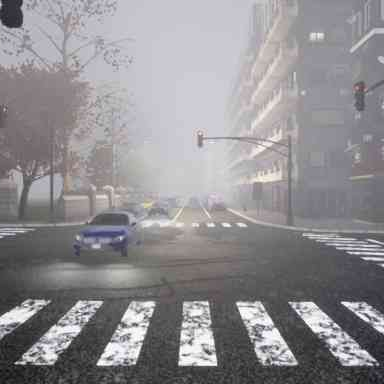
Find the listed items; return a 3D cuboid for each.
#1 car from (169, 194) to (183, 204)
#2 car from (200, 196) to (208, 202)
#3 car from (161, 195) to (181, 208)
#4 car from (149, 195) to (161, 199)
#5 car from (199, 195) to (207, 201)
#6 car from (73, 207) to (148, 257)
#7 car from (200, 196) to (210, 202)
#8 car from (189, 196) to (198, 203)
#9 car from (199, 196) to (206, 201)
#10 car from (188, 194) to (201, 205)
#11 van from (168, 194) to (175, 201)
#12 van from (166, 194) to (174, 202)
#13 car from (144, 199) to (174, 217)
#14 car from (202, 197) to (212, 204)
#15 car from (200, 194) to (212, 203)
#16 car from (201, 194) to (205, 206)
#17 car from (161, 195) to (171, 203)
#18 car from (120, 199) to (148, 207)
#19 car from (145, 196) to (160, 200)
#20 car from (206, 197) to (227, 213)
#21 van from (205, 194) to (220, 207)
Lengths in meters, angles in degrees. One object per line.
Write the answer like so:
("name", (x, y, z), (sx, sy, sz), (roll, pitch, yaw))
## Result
("car", (-2.808, 1.408, 63.748), (2.097, 1.767, 4.553), (0, 0, 1))
("car", (2.959, 1.637, 81.537), (1.887, 1.381, 4.507), (0, 0, 0))
("car", (-2.931, 1.539, 47.562), (1.837, 1.490, 4.892), (0, -1, 0))
("car", (-5.531, 1.348, 47.784), (2.192, 1.841, 5.009), (0, 0, 0))
("car", (2.978, 1.546, 87.166), (1.967, 1.590, 4.097), (0, 0, 0))
("car", (-3.052, 1.513, 12.967), (1.812, 1.442, 4.674), (1, -1, 0))
("car", (2.941, 1.630, 75.907), (2.008, 1.369, 4.403), (0, 0, 0))
("car", (0.301, 1.596, 71.189), (1.812, 1.442, 4.674), (0, 0, 0))
("car", (2.996, 1.702, 92.797), (1.802, 1.307, 4.206), (0, 0, 0))
("car", (0.302, 1.614, 59.730), (1.994, 1.385, 4.181), (0, 0, 0))
("van", (-5.402, 1.446, 87.194), (1.690, 1.788, 3.998), (0, 0, 0))
("van", (-5.421, 1.433, 81.565), (1.690, 1.788, 3.998), (0, 0, 0))
("car", (-2.996, 1.615, 31.180), (1.895, 1.301, 4.718), (0, 0, 0))
("car", (2.904, 1.604, 64.646), (1.887, 1.381, 4.507), (0, 0, 0))
("car", (2.923, 1.384, 70.277), (2.192, 1.841, 5.009), (0, 0, 0))
("car", (2.868, 1.481, 53.387), (1.967, 1.590, 4.097), (0, 0, 0))
("car", (-5.457, 1.509, 70.304), (1.967, 1.590, 4.097), (0, 0, 0))
("car", (-5.587, 1.580, 30.893), (1.947, 1.339, 4.313), (0, 0, 0))
("car", (-5.550, 1.551, 41.984), (1.752, 1.417, 4.829), (0, 0, 0))
("car", (2.812, 1.564, 36.495), (1.887, 1.381, 4.507), (0, 0, 0))
("van", (2.831, 1.367, 42.126), (1.690, 1.788, 3.998), (0, 0, 0))
